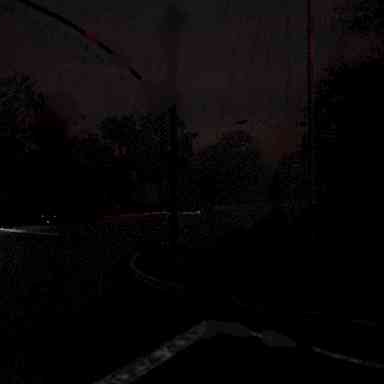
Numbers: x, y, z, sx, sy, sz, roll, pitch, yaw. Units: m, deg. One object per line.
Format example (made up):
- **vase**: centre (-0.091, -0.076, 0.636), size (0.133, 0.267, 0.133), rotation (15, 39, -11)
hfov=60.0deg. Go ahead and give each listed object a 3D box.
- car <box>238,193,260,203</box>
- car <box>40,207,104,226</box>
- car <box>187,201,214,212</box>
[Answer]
- **car**: centre (9.672, 1.136, 55.646), size (2.150, 2.045, 5.566), rotation (-1, 0, 32)
- **car**: centre (-9.234, 1.837, 25.873), size (1.895, 1.301, 4.718), rotation (-1, 0, 32)
- **car**: centre (1.122, 1.812, 42.265), size (1.994, 1.385, 4.181), rotation (-1, 0, 32)
